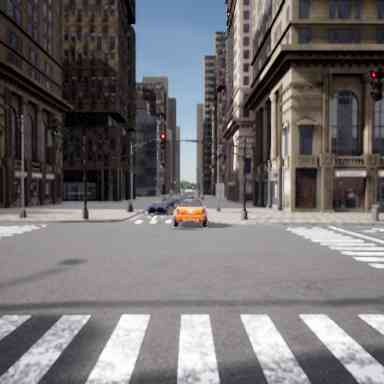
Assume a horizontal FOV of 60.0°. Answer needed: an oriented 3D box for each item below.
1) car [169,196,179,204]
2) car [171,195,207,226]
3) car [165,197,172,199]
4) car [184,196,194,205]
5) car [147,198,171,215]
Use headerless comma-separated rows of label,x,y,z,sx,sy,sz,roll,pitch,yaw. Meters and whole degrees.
car,-3.552,1.601,67.080,1.812,1.442,4.674,0,0,0
car,-0.108,1.307,23.098,2.097,1.767,4.553,1,-1,-1
car,-3.511,1.530,49.662,1.837,1.490,4.892,0,0,0
car,-0.518,1.540,62.505,1.837,1.490,4.892,0,0,0
car,-3.402,1.618,33.893,1.895,1.301,4.718,0,0,0
